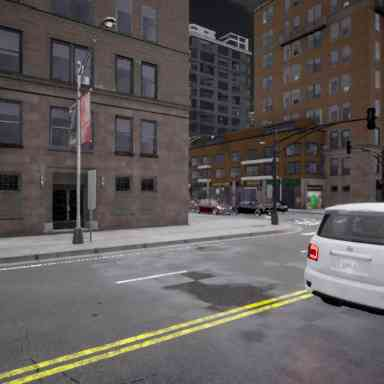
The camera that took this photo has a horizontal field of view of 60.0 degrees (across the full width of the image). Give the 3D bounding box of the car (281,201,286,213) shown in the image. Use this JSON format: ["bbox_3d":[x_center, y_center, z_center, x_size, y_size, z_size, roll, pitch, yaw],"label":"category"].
[{"bbox_3d":[8.676,1.580,36.969,1.947,1.339,4.313,0,0,-35],"label":"car"}]

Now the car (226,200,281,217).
[{"bbox_3d":[5.716,1.594,31.651,1.895,1.301,4.718,0,0,-35],"label":"car"}]

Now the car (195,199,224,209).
[{"bbox_3d":[2.310,1.594,45.968,1.802,1.307,4.206,0,0,-35],"label":"car"}]

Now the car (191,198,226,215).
[{"bbox_3d":[2.125,1.423,32.335,1.967,1.590,4.097,0,0,-35],"label":"car"}]

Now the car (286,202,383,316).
[{"bbox_3d":[4.639,1.223,6.757,5.566,2.045,2.150,0,0,-36],"label":"car"}]

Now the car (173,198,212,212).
[{"bbox_3d":[-0.022,1.482,39.764,2.128,1.511,4.902,0,0,-35],"label":"car"}]

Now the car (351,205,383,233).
[{"bbox_3d":[12.201,1.541,20.403,5.357,1.411,2.033,0,0,-36],"label":"car"}]

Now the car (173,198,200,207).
[{"bbox_3d":[-0.873,1.579,50.466,1.947,1.339,4.313,0,0,-35],"label":"car"}]

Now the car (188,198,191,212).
[{"bbox_3d":[-1.058,1.421,36.834,1.967,1.590,4.097,0,0,-35],"label":"car"}]
